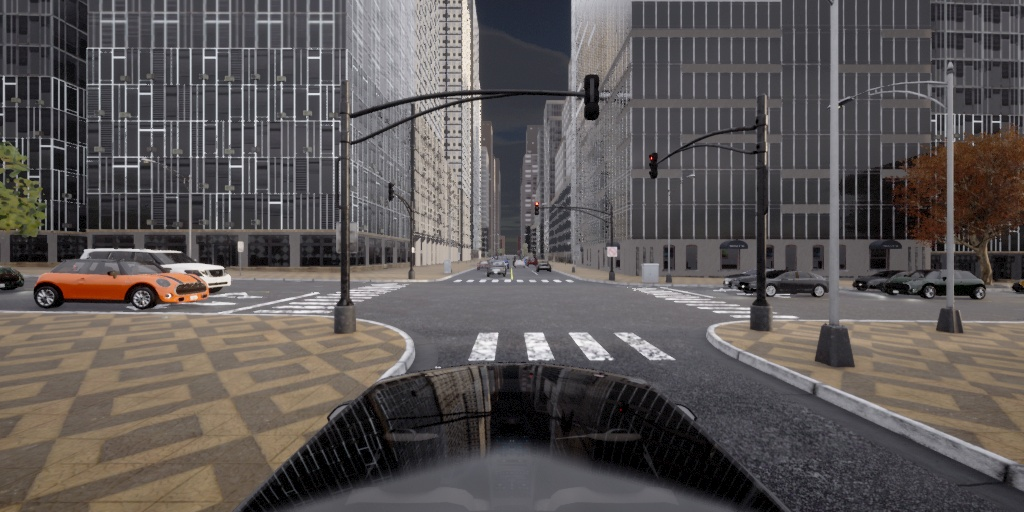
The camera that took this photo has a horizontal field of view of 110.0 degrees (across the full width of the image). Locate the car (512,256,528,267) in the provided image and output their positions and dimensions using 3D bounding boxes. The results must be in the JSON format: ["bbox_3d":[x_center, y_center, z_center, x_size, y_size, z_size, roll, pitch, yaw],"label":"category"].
[{"bbox_3d":[1.365,1.277,63.690,1.812,1.442,4.674,0,0,0],"label":"car"}]

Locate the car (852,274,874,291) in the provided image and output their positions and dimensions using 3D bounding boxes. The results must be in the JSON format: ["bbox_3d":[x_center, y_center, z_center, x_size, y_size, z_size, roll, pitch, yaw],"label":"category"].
[{"bbox_3d":[26.281,1.751,24.651,4.892,1.490,1.837,1,0,-3],"label":"car"}]

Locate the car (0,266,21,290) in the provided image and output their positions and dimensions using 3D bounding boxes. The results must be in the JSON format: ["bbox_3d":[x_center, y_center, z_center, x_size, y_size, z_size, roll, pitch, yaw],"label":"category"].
[{"bbox_3d":[-24.623,0.675,15.615,4.553,1.767,2.097,1,0,-3],"label":"car"}]

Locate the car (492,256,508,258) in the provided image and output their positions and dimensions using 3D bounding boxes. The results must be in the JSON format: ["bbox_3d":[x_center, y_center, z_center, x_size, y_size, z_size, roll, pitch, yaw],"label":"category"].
[{"bbox_3d":[-1.553,0.978,56.601,2.150,2.045,5.566,0,0,-1],"label":"car"}]

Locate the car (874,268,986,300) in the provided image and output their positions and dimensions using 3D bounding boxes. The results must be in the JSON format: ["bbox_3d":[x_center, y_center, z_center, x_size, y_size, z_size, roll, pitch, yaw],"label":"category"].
[{"bbox_3d":[24.979,1.576,21.337,4.553,1.767,2.097,1,0,-3],"label":"car"}]

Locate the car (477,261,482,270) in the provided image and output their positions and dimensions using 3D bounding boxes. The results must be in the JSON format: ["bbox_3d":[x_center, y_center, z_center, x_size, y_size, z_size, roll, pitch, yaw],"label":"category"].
[{"bbox_3d":[-4.001,1.342,50.833,1.802,1.307,4.207,0,0,0],"label":"car"}]

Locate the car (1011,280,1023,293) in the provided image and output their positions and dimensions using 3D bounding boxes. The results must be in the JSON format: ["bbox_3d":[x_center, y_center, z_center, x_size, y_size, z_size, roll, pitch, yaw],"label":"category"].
[{"bbox_3d":[38.292,1.964,25.189,4.892,1.490,1.837,1,0,-2],"label":"car"}]

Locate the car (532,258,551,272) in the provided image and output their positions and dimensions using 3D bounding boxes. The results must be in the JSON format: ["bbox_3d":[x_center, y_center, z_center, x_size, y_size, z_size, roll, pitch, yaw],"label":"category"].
[{"bbox_3d":[3.949,1.329,45.336,1.948,1.339,4.313,0,0,0],"label":"car"}]

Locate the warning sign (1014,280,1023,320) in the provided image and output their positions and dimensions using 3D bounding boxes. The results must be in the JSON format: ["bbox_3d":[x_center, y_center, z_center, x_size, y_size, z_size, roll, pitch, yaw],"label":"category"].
[{"bbox_3d":[17.279,1.204,11.527,1.060,1.860,1.300,0,0,-3],"label":"warning sign"}]

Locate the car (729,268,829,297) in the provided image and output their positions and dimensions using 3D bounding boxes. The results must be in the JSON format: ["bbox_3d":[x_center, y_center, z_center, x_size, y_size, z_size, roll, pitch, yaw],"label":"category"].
[{"bbox_3d":[15.808,1.564,20.930,4.892,1.490,1.837,1,0,-4],"label":"car"}]

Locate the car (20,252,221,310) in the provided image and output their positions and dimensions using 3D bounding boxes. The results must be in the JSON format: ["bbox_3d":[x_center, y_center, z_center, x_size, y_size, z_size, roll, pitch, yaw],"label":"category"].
[{"bbox_3d":[-13.727,0.875,12.856,4.553,1.767,2.097,1,0,-3],"label":"car"}]

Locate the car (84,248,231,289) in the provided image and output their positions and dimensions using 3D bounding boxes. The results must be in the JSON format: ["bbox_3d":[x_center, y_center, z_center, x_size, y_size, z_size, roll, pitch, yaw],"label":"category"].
[{"bbox_3d":[-15.928,0.704,16.009,5.566,2.045,2.150,1,0,-3],"label":"car"}]

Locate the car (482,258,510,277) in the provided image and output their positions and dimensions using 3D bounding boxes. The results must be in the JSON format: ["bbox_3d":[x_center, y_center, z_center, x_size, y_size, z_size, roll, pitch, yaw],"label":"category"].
[{"bbox_3d":[-1.478,1.259,35.739,2.128,1.511,4.902,0,0,0],"label":"car"}]

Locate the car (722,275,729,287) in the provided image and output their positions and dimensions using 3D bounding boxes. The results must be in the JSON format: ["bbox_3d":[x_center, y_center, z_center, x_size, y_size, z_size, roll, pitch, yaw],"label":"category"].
[{"bbox_3d":[16.897,1.569,24.223,4.902,1.511,2.128,1,0,-3],"label":"car"}]
